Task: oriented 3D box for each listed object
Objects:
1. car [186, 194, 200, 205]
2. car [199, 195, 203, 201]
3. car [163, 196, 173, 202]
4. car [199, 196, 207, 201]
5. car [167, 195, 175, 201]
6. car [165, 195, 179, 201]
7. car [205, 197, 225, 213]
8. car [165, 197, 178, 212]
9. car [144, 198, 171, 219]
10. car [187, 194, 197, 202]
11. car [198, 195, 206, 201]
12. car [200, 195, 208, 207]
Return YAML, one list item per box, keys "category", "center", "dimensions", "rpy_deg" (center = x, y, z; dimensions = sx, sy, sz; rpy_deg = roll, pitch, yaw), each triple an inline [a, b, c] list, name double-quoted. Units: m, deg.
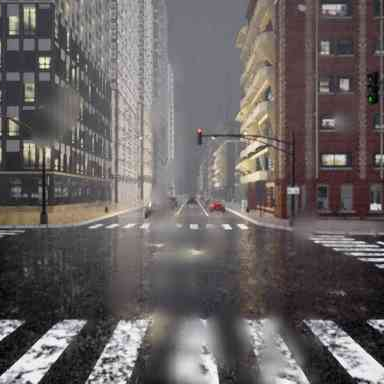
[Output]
- category: "car"
  center: [-0.003, 1.546, 59.851]
  dimensions: [1.812, 1.442, 4.674]
  rpy_deg: [0, 0, 0]
- category: "car"
  center: [2.688, 1.569, 55.818]
  dimensions: [2.008, 1.369, 4.403]
  rpy_deg: [0, 0, 0]
- category: "car"
  center: [-5.695, 1.586, 78.412]
  dimensions: [2.008, 1.369, 4.403]
  rpy_deg: [0, 0, 0]
- category: "car"
  center: [2.684, 1.623, 84.061]
  dimensions: [1.802, 1.307, 4.206]
  rpy_deg: [0, 0, 0]
- category: "car"
  center: [-5.697, 1.592, 89.709]
  dimensions: [1.887, 1.381, 4.507]
  rpy_deg: [0, 0, 0]
- category: "car"
  center: [-3.057, 1.519, 49.954]
  dimensions: [1.837, 1.490, 4.892]
  rpy_deg: [0, 0, 0]
- category: "car"
  center: [2.739, 1.589, 37.253]
  dimensions: [1.802, 1.307, 4.206]
  rpy_deg: [0, 0, 0]
- category: "car"
  center: [-3.085, 1.573, 39.539]
  dimensions: [1.994, 1.385, 4.181]
  rpy_deg: [0, 0, 1]
- category: "car"
  center: [-3.120, 1.552, 29.519]
  dimensions: [2.033, 1.411, 5.357]
  rpy_deg: [0, 0, -4]
- category: "car"
  center: [-0.004, 1.215, 69.824]
  dimensions: [2.097, 1.767, 4.553]
  rpy_deg: [0, 0, 0]
- category: "car"
  center: [2.684, 1.487, 89.710]
  dimensions: [1.967, 1.590, 4.097]
  rpy_deg: [0, 0, 0]
- category: "car"
  center: [2.688, 1.565, 50.170]
  dimensions: [2.008, 1.369, 4.403]
  rpy_deg: [0, 0, 0]
